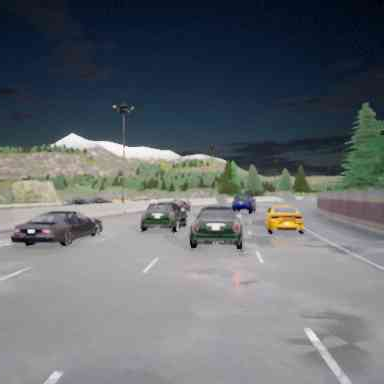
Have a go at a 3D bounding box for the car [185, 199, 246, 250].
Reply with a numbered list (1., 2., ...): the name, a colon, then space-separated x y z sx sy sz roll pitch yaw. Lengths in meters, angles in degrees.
1. car: 1.141 1.391 14.750 2.097 1.767 4.553 0 0 6

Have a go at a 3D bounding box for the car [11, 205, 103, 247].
1. car: -5.891 1.568 15.285 2.033 1.411 5.357 0 0 7

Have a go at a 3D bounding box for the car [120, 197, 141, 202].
1. car: -8.315 1.590 50.848 2.128 1.511 4.902 0 0 20

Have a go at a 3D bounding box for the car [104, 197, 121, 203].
1. car: -11.329 1.573 52.737 1.882 1.535 5.008 0 0 21

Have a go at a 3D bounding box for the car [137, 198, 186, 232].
1. car: -1.581 1.397 20.498 2.097 1.767 4.553 0 0 9

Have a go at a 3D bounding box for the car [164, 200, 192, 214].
1. car: -1.511 1.611 37.171 1.812 1.442 4.674 0 0 15

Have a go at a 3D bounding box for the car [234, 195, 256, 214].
1. car: 6.024 1.329 38.079 2.150 2.045 5.566 0 0 17

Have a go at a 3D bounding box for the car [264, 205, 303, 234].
1. car: 5.411 1.541 20.030 1.882 1.535 5.008 0 0 9

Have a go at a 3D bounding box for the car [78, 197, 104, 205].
1. car: -15.212 1.588 52.333 1.837 1.490 4.892 0 0 20

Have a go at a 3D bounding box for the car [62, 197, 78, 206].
1. car: -18.609 1.567 53.239 2.128 1.511 4.902 0 0 20
